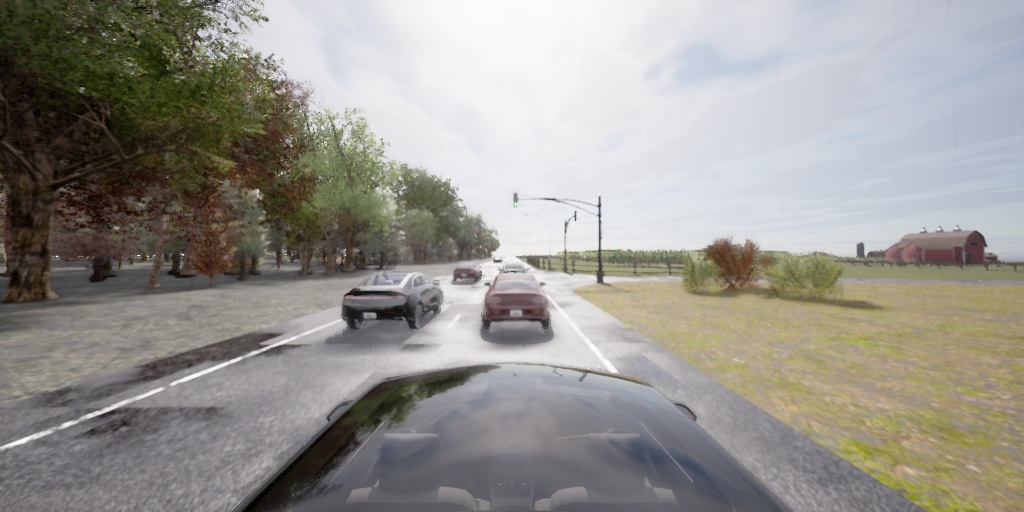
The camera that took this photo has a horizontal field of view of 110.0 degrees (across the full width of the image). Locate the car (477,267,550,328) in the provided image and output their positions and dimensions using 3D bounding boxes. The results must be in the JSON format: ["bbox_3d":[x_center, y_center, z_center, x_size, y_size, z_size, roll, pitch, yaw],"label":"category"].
[{"bbox_3d":[0.106,1.247,11.192,1.812,1.442,4.674,0,0,0],"label":"car"}]

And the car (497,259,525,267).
[{"bbox_3d":[0.103,1.190,23.548,1.837,1.490,4.892,0,1,0],"label":"car"}]

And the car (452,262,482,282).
[{"bbox_3d":[-3.395,1.196,27.765,1.812,1.442,4.674,0,0,0],"label":"car"}]

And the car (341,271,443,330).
[{"bbox_3d":[-3.399,1.214,11.014,2.128,1.511,4.902,0,0,0],"label":"car"}]
